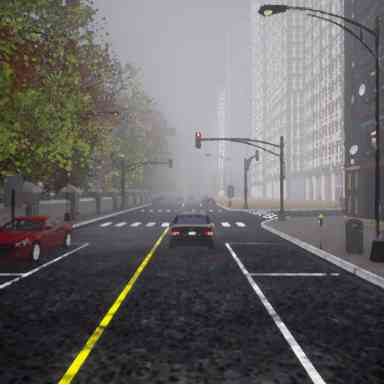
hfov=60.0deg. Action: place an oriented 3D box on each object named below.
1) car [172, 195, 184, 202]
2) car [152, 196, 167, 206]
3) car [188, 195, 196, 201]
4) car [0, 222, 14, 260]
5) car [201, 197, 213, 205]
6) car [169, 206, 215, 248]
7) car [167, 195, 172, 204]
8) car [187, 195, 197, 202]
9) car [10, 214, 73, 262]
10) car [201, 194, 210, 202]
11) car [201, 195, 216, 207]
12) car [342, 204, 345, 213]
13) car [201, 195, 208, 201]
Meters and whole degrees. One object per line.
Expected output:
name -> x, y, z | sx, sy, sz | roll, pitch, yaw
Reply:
car -> -3.000, 1.600, 78.617 | 1.994, 1.385, 4.181 | 0, 0, 0
car -> -5.689, 1.615, 55.677 | 1.802, 1.307, 4.206 | 0, 0, 0
car -> 0.000, 1.495, 87.331 | 2.033, 1.411, 5.357 | 0, 0, 0
car -> -5.765, 1.550, 6.586 | 2.008, 1.369, 4.403 | 0, 0, 0
car -> 2.692, 1.606, 61.310 | 1.947, 1.339, 4.313 | 0, 0, 0
car -> 0.001, 1.566, 14.651 | 2.033, 1.411, 5.357 | 0, 0, 0
car -> -5.688, 1.487, 66.943 | 1.967, 1.590, 4.097 | 0, 0, 0
car -> 0.000, 1.504, 73.581 | 1.812, 1.442, 4.674 | 0, 0, 0
car -> -5.817, 1.545, 12.126 | 1.887, 1.381, 4.507 | 0, 0, 0
car -> 3.113, 1.417, 78.327 | 2.097, 1.767, 4.553 | 0, 0, 0
car -> 2.691, 1.593, 50.045 | 1.947, 1.339, 4.313 | 0, 0, 0
car -> 14.674, 1.282, 27.454 | 4.313, 1.339, 1.947 | -1, 1, 0
car -> 3.149, 1.602, 85.357 | 1.812, 1.442, 4.674 | 0, 0, 0
